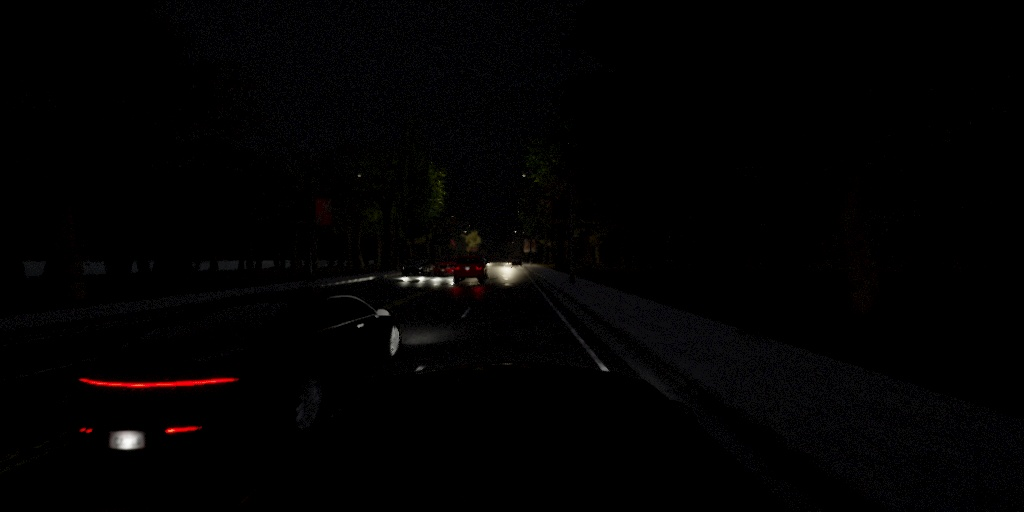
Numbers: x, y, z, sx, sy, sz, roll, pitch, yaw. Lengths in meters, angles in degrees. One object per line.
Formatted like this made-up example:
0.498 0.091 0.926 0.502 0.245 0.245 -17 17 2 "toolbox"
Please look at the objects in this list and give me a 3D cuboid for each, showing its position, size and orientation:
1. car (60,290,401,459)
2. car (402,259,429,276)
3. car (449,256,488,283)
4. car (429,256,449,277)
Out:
-3.148 1.254 5.358 1.837 1.490 4.892 0 0 0 "car"
-9.805 1.138 37.080 2.097 1.767 4.553 0 0 0 "car"
-3.125 0.988 27.782 2.150 2.045 5.566 0 0 0 "car"
-6.560 1.008 36.834 2.150 2.045 5.566 0 0 0 "car"
